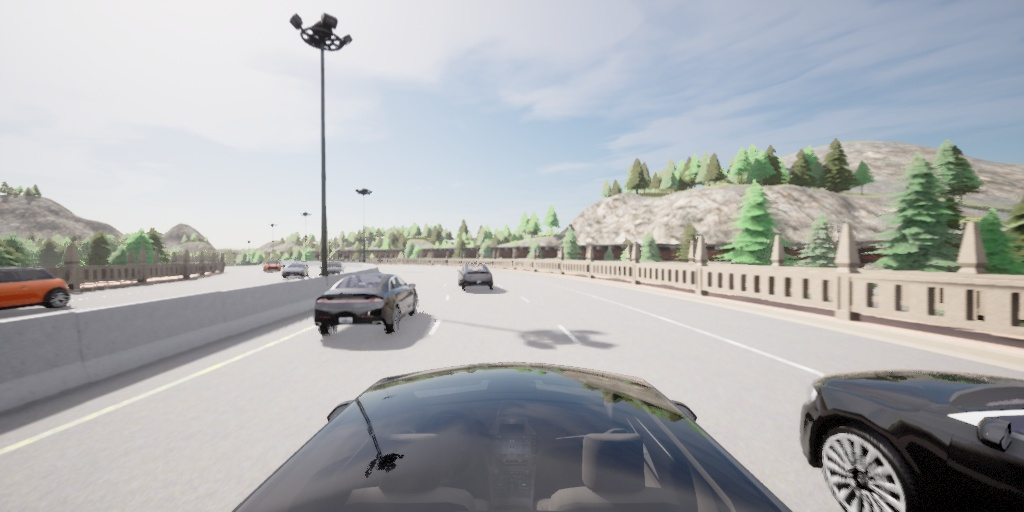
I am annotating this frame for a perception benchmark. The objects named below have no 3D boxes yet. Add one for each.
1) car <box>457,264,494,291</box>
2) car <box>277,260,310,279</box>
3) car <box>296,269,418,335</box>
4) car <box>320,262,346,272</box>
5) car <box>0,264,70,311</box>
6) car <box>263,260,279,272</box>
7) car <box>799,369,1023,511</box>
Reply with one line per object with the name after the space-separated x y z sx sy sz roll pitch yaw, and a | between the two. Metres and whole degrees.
-2.345 1.242 22.291 2.128 1.511 4.902 0 0 -12 | car
-21.200 1.431 35.333 2.033 1.411 5.357 0 0 -23 | car
-4.032 1.256 10.613 2.128 1.511 4.902 0 0 -5 | car
-17.087 1.354 34.388 1.837 1.490 4.892 0 0 -22 | car
-18.514 1.192 12.297 2.097 1.767 4.553 0 0 -8 | car
-33.747 1.355 50.552 2.097 1.767 4.553 -1 0 -35 | car
3.433 1.228 1.134 2.128 1.511 4.902 0 0 0 | car
